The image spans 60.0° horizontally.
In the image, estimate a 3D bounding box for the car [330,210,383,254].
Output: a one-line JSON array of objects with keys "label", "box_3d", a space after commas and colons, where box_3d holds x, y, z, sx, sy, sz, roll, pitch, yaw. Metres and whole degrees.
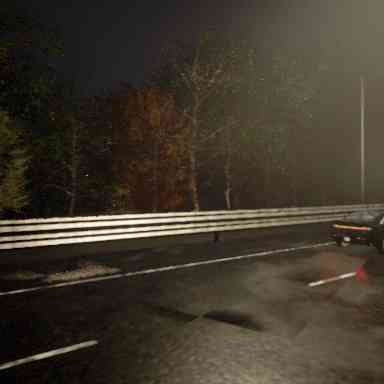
[{"label": "car", "box_3d": [7.611, 1.491, 13.421, 4.902, 1.511, 2.128, 0, 0, -35]}]
